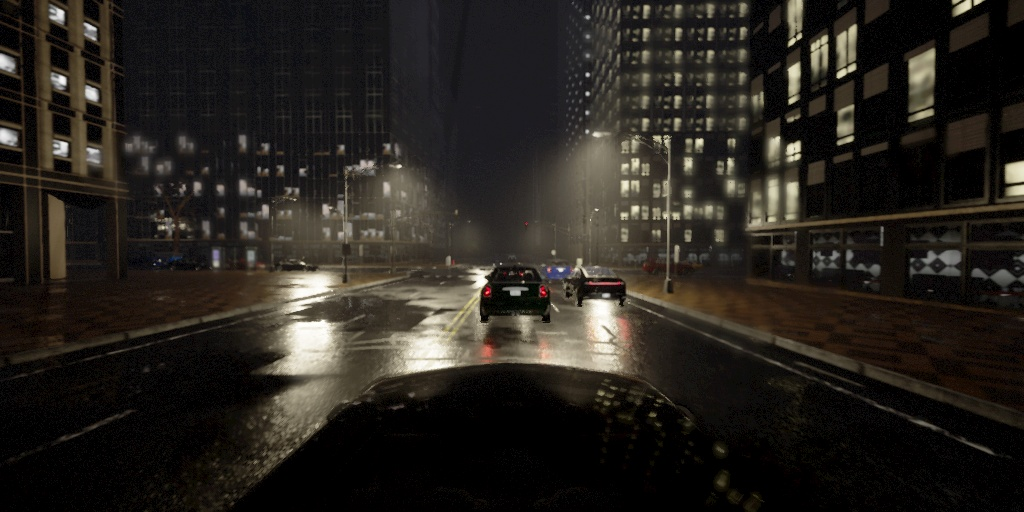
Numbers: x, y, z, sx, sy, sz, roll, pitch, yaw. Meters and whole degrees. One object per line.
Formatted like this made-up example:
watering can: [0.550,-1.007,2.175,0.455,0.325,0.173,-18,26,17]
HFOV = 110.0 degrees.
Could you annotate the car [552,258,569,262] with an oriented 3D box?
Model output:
car: [3.348,1.002,26.674,2.097,1.767,4.553,0,0,0]

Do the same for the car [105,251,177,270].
car: [-42.341,0.465,40.986,5.566,2.045,2.150,1,1,2]

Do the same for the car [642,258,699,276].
car: [16.190,1.140,37.346,5.009,1.841,2.192,0,0,1]

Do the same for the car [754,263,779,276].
car: [27.639,1.450,37.150,4.829,1.417,1.751,0,0,1]

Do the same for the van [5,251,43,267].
van: [-51.144,0.555,38.569,3.998,1.789,1.690,0,0,1]

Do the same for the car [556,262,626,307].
car: [3.350,1.189,15.205,2.128,1.511,4.902,0,0,0]

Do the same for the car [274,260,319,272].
car: [-22.735,1.043,37.868,4.313,1.339,1.948,0,0,1]

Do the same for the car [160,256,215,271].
car: [-34.100,0.938,38.173,4.313,1.339,1.948,0,0,1]

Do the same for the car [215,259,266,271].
car: [-28.419,1.007,38.000,4.207,1.307,1.802,0,0,1]

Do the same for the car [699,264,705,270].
car: [21.800,1.236,45.631,4.829,1.417,1.751,0,0,1]

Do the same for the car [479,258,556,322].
car: [0.097,1.061,12.240,2.097,1.767,4.553,0,0,0]
